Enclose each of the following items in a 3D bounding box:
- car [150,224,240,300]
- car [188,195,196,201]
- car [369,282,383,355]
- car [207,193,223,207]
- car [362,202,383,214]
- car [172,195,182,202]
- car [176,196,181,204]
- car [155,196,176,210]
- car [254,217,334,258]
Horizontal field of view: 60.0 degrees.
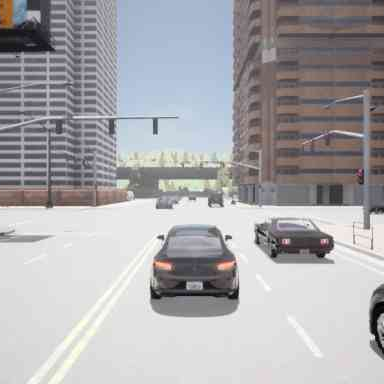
[{"bbox_3d":[0.066,1.526,8.294,1.812,1.442,4.674,0,0,0],"label":"car"},{"bbox_3d":[0.045,1.423,77.336,1.837,1.490,4.892,0,0,0],"label":"car"},{"bbox_3d":[3.602,1.353,2.955,2.097,1.767,4.553,0,0,0],"label":"car"},{"bbox_3d":[3.630,1.220,52.055,2.150,2.045,5.566,0,0,0],"label":"car"},{"bbox_3d":[19.977,1.600,33.760,4.718,1.301,1.895,0,0,1],"label":"car"},{"bbox_3d":[-3.455,1.508,76.849,2.128,1.511,4.902,0,0,0],"label":"car"},{"bbox_3d":[-3.531,1.476,61.454,1.882,1.535,5.008,0,0,0],"label":"car"},{"bbox_3d":[-3.569,1.350,43.399,2.097,1.767,4.553,0,0,0],"label":"car"},{"bbox_3d":[3.610,1.601,12.745,1.895,1.301,4.718,0,0,1],"label":"car"}]
